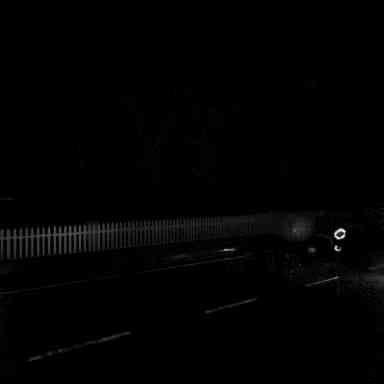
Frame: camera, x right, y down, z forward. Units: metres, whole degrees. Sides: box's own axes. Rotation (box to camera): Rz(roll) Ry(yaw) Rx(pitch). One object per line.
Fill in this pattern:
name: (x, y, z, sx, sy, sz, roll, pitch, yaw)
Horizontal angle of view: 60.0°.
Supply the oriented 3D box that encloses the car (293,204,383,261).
car: (5.835, 1.350, 12.423, 4.553, 1.767, 2.097, 0, 0, -35)
